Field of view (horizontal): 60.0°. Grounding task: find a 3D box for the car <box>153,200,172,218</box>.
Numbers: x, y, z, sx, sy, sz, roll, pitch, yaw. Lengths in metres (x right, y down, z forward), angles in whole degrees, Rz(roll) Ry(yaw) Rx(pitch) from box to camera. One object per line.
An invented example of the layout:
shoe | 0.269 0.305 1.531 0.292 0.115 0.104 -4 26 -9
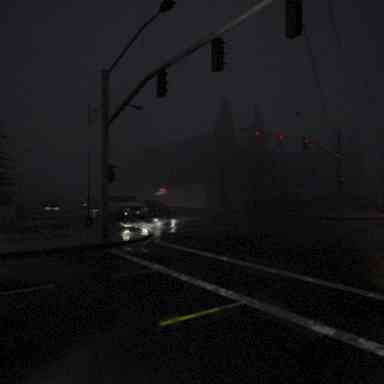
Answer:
car | -3.704 1.483 31.149 1.882 1.535 5.008 0 0 -36

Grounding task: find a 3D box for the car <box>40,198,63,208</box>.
car | -21.314 1.552 49.815 2.033 1.411 5.357 0 0 -35

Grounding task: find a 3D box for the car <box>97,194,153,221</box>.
car | -5.788 1.225 28.045 2.150 2.045 5.566 0 0 -36

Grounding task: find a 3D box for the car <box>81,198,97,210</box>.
car | -13.295 1.552 44.565 2.033 1.411 5.357 0 0 -36
